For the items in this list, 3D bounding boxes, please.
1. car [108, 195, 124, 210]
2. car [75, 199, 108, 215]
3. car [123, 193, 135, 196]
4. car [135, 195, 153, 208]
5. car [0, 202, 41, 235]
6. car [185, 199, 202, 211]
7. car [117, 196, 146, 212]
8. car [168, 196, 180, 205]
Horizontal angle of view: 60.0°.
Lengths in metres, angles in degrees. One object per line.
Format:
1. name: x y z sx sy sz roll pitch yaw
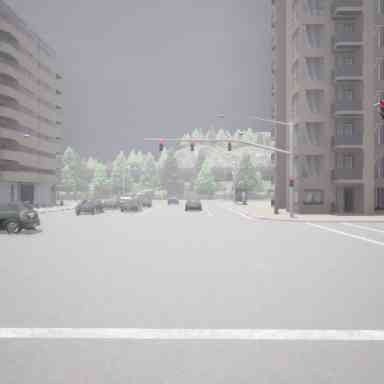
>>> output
1. car: -10.486 1.526 43.754 1.812 1.442 4.674 0 0 0
2. car: -10.511 1.505 34.503 1.837 1.490 4.892 0 0 0
3. car: -10.435 1.221 54.451 2.150 2.045 5.566 0 0 1
4. car: -6.952 1.564 48.634 1.994 1.385 4.181 0 0 1
5. car: -10.974 1.352 18.460 4.553 1.767 2.097 0 0 1
6. car: 0.184 1.564 41.872 1.994 1.385 4.181 0 0 0
7. car: -6.988 1.505 38.691 1.837 1.490 4.892 0 0 0
8. car: -3.369 1.526 60.049 1.812 1.442 4.674 0 0 0
